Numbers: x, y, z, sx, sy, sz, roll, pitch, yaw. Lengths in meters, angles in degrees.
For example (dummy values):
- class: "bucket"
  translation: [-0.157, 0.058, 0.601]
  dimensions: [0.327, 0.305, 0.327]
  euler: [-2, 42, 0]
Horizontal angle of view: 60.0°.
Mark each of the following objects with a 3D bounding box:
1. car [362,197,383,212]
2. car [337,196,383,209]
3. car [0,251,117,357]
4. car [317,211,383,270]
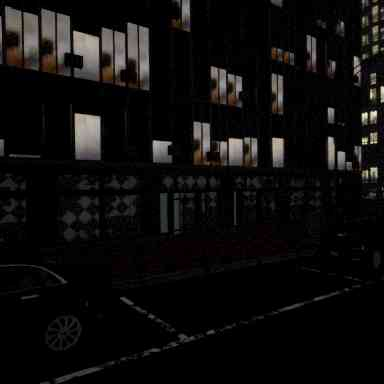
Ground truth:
- class: "car"
  translation: [18.052, 1.442, 34.343]
  dimensions: [1.994, 1.385, 4.181]
  euler: [-1, 1, -35]
- class: "car"
  translation: [20.550, 1.274, 40.850]
  dimensions: [1.752, 1.417, 4.829]
  euler: [-1, 1, -35]
- class: "car"
  translation: [-3.210, 1.551, 4.413]
  dimensions: [4.403, 1.369, 2.008]
  euler: [0, -1, -36]
- class: "car"
  translation: [5.964, 1.542, 10.992]
  dimensions: [4.507, 1.381, 1.887]
  euler: [0, -1, -36]
